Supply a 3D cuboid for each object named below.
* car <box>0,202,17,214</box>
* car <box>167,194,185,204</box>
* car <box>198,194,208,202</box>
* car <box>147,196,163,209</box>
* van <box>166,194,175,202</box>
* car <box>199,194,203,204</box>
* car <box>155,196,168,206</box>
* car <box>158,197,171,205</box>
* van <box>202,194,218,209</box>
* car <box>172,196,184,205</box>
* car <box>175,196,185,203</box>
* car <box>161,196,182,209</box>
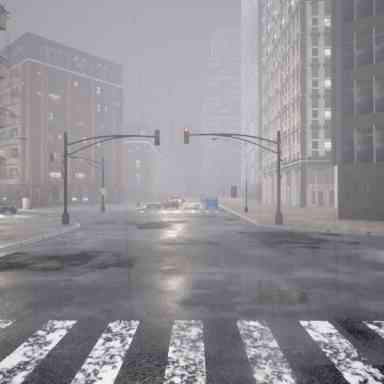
[{"bbox_3d":[-21.060,1.790,36.666,4.718,1.301,1.895,-1,-1,41],"label":"car"},{"bbox_3d":[-2.696,1.415,54.212,2.097,1.767,4.553,0,0,1],"label":"car"},{"bbox_3d":[2.765,1.467,84.807,2.192,1.841,5.009,0,0,0],"label":"car"},{"bbox_3d":[-5.205,1.570,45.787,1.752,1.417,4.829,0,0,0],"label":"car"},{"bbox_3d":[-5.126,1.474,79.271,1.690,1.788,3.998,0,0,0],"label":"van"},{"bbox_3d":[2.728,1.644,68.148,1.887,1.381,4.507,0,0,0],"label":"car"},{"bbox_3d":[-5.178,1.510,57.063,1.967,1.590,4.097,0,0,0],"label":"car"},{"bbox_3d":[-5.166,1.650,62.615,1.947,1.339,4.313,0,0,0],"label":"car"},{"bbox_3d":[2.677,1.386,45.939,1.690,1.788,3.998,0,0,0],"label":"van"},{"bbox_3d":[-2.646,1.580,64.052,2.128,1.511,4.902,0,0,1],"label":"car"},{"bbox_3d":[-2.576,1.669,73.934,1.994,1.385,4.181,0,0,0],"label":"car"},{"bbox_3d":[-2.723,1.644,45.086,1.895,1.301,4.718,0,0,0],"label":"car"}]
